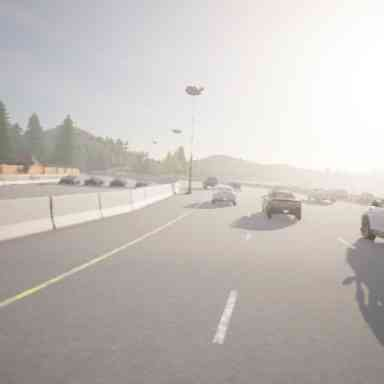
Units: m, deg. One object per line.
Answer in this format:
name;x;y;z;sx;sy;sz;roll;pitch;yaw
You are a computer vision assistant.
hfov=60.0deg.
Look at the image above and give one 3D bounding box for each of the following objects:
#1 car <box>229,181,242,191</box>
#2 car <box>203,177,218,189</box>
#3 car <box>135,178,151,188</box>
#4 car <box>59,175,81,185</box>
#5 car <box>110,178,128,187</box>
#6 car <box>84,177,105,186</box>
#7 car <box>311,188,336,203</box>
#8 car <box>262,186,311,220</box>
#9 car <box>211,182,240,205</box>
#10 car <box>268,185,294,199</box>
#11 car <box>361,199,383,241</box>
car;6.897;-1.037;54.829;1.837;1.490;4.892;4;3;-4
car;3.177;-1.603;56.937;2.150;2.045;5.566;3;3;-4
car;-6.942;-1.261;47.891;1.812;1.442;4.674;3;3;-1
car;-17.430;-1.720;47.652;1.994;1.385;4.181;3;3;-1
car;-10.439;-1.382;47.783;1.895;1.301;4.718;3;3;-1
car;-13.936;-1.514;47.704;1.895;1.301;4.718;3;3;-1
car;13.977;0.292;35.912;1.812;1.442;4.674;3;3;3
car;5.310;0.685;19.856;2.128;1.511;4.902;3;3;8
car;2.735;0.195;27.651;1.812;1.442;4.674;3;3;6
car;10.831;-0.035;40.855;1.895;1.301;4.718;3;3;0
car;7.440;0.977;10.890;2.150;2.045;5.566;4;3;10
